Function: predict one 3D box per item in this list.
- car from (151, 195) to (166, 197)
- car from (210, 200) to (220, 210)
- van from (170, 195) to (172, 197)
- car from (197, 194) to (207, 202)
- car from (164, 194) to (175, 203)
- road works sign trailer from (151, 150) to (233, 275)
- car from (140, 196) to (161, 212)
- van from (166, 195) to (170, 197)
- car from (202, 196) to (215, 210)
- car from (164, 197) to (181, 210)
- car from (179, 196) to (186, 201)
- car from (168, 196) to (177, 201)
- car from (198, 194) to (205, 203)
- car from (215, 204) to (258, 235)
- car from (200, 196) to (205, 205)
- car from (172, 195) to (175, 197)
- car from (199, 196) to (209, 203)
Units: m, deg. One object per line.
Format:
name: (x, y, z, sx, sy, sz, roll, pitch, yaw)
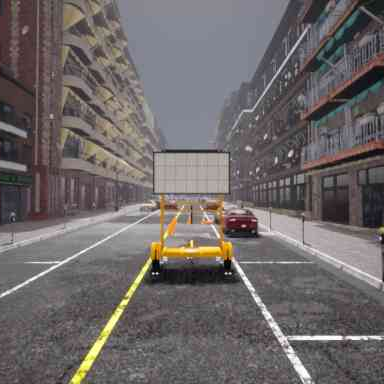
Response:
car: (-5.291, 1.399, 46.535, 2.192, 1.841, 5.009, 2, 0, 0)
car: (2.585, 1.555, 24.520, 1.752, 1.417, 4.829, 1, 0, 0)
van: (-5.293, 1.481, 63.126, 1.690, 1.788, 3.998, 1, 0, 0)
car: (2.553, 1.551, 85.188, 2.192, 1.841, 5.009, 1, 0, 0)
car: (-5.293, 1.526, 79.716, 2.192, 1.841, 5.009, 1, 0, 0)
road works sign trailer: (-0.010, 0.473, 10.490, 2.380, 3.560, 2.880, 0, 0, 0)
car: (-5.296, 1.594, 40.833, 1.752, 1.417, 4.829, 2, 0, 0)
van: (-5.292, 1.460, 57.594, 1.690, 1.788, 3.998, 2, 0, 0)
car: (2.583, 1.614, 40.940, 1.887, 1.381, 4.507, 1, 0, 0)
car: (-2.849, 1.635, 41.972, 1.994, 1.385, 4.181, 0, 0, 0)
car: (-2.752, 1.756, 90.488, 2.128, 1.511, 4.902, 0, 0, 0)
car: (-5.300, 1.830, 90.778, 1.947, 1.339, 4.313, 1, 0, 0)
car: (2.583, 1.684, 63.064, 1.887, 1.381, 4.507, 1, 0, 0)
car: (2.584, 1.565, 18.818, 1.887, 1.381, 4.507, 1, 0, 0)
car: (2.583, 1.635, 46.472, 2.008, 1.369, 4.403, 1, 0, 0)
car: (-5.293, 1.501, 74.187, 2.192, 1.841, 5.009, 1, 0, 0)
car: (2.592, 1.626, 74.126, 1.967, 1.590, 4.097, 1, 0, 0)
